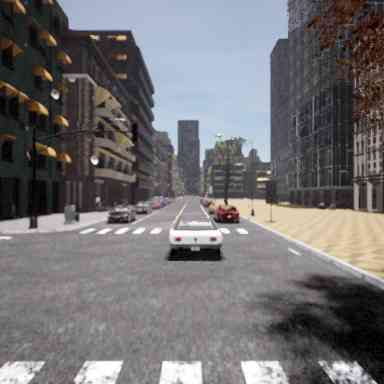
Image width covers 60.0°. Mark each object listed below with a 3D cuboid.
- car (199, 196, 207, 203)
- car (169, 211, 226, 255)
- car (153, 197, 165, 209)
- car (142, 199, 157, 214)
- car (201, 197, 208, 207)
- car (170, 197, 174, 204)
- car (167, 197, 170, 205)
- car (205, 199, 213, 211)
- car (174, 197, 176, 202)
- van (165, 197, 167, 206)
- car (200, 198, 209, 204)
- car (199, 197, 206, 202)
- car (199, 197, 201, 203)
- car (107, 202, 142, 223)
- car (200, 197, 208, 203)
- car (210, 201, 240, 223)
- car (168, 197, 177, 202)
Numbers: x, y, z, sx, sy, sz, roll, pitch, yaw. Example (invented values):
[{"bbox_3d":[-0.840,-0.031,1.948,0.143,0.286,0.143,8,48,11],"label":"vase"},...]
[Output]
[{"bbox_3d":[2.929,1.986,87.762,1.967,1.590,4.097,0,0,0],"label":"car"},{"bbox_3d":[0.136,1.675,13.663,1.895,1.301,4.718,0,0,0],"label":"car"},{"bbox_3d":[-5.554,1.734,49.058,1.967,1.590,4.097,0,0,0],"label":"car"},{"bbox_3d":[-5.584,1.774,37.992,2.008,1.369,4.403,0,0,0],"label":"car"},{"bbox_3d":[2.841,1.903,54.566,1.802,1.307,4.206,0,0,0],"label":"car"},{"bbox_3d":[-5.496,1.878,71.188,1.967,1.590,4.097,0,0,0],"label":"car"},{"bbox_3d":[-5.525,1.947,60.122,1.802,1.307,4.206,0,0,0],"label":"car"},{"bbox_3d":[2.797,1.742,38.140,1.752,1.417,4.829,0,0,0],"label":"car"},{"bbox_3d":[-5.452,2.105,87.784,2.008,1.369,4.403,0,0,0],"label":"car"},{"bbox_3d":[-5.540,1.670,54.591,1.690,1.788,3.998,0,0,0],"label":"van"},{"bbox_3d":[2.899,2.013,76.698,1.887,1.381,4.507,0,0,0],"label":"car"},{"bbox_3d":[2.943,2.137,93.294,2.008,1.369,4.403,0,0,0],"label":"car"},{"bbox_3d":[2.870,1.919,65.802,1.752,1.417,4.829,0,0,0],"label":"car"},{"bbox_3d":[-5.613,1.707,26.927,2.008,1.369,4.403,0,0,0],"label":"car"},{"bbox_3d":[2.914,2.058,82.230,2.008,1.369,4.403,0,0,0],"label":"car"},{"bbox_3d":[2.767,1.693,26.904,1.887,1.381,4.507,0,0,0],"label":"car"},{"bbox_3d":[-5.437,2.145,93.317,2.008,1.369,4.403,0,0,0],"label":"car"}]
